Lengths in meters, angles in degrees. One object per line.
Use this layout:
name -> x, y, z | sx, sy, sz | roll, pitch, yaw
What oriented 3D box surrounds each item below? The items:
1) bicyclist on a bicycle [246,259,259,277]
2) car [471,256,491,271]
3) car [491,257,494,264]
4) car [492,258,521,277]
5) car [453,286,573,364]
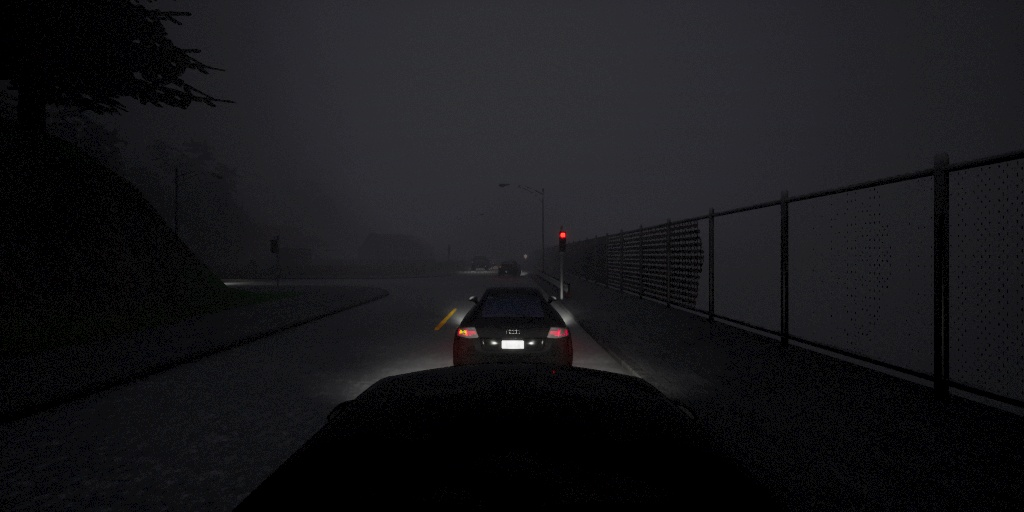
bicyclist on a bicycle -> -24.042, 1.099, 33.271 | 0.582, 1.620, 1.656 | 0, 0, 0
car -> -4.482, 0.972, 50.585 | 2.150, 2.045, 5.566 | 0, 0, 0
car -> -4.542, 1.276, 60.501 | 1.812, 1.442, 4.674 | 0, 0, 0
car -> -0.263, 1.241, 35.682 | 2.128, 1.511, 4.902 | 0, 0, 6
car -> 0.019, 1.314, 7.450 | 1.994, 1.385, 4.181 | 0, 0, 0
